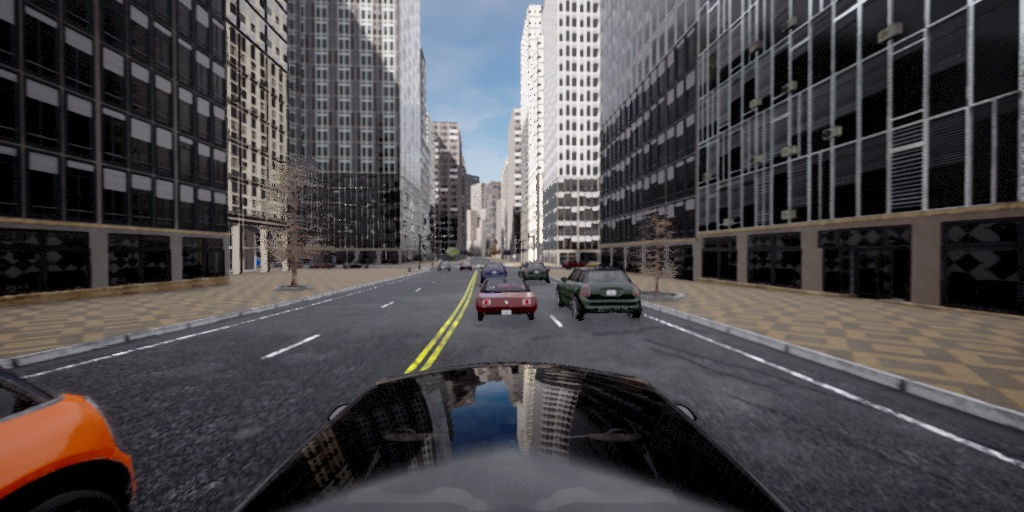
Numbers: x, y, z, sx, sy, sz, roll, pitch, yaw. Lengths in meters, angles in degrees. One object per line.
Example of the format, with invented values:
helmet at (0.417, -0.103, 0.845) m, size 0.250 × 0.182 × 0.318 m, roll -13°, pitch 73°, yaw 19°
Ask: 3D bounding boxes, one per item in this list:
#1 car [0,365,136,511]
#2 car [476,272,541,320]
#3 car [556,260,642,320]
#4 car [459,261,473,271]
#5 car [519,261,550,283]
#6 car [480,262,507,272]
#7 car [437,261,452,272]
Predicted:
car at (-3.388, 1.100, 0.217) m, size 2.097 × 1.767 × 4.553 m, roll 0°, pitch 0°, yaw 0°
car at (-0.273, 1.417, 12.955) m, size 1.895 × 1.301 × 4.718 m, roll 0°, pitch 0°, yaw -3°
car at (2.942, 1.159, 13.117) m, size 2.097 × 1.767 × 4.553 m, roll 0°, pitch 0°, yaw -3°
car at (-7.030, 1.539, 55.208) m, size 1.882 × 1.535 × 5.008 m, roll 0°, pitch -1°, yaw -5°
car at (1.735, 1.254, 29.677) m, size 2.097 × 1.767 × 4.553 m, roll 0°, pitch 0°, yaw -5°
car at (-1.514, 1.265, 29.543) m, size 2.097 × 1.767 × 4.553 m, roll 0°, pitch 0°, yaw -5°
car at (-10.251, 1.560, 54.686) m, size 2.128 × 1.511 × 4.902 m, roll 0°, pitch 0°, yaw -5°
